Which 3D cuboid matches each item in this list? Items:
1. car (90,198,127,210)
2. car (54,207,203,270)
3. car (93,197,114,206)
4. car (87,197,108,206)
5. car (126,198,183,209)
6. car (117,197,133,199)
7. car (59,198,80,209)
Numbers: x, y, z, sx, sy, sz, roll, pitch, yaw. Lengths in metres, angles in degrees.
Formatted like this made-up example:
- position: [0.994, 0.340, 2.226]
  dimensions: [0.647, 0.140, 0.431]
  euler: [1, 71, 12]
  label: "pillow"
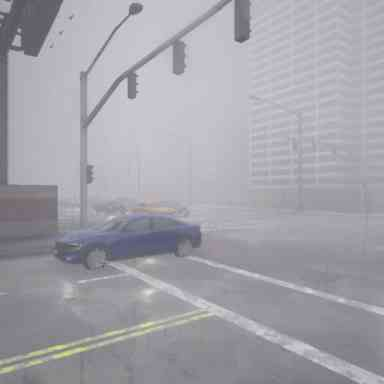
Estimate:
- position: [-8.488, 1.595, 34.177]
  dimensions: [1.895, 1.301, 4.718]
  euler: [0, 0, -35]
  label: "car"
- position: [-1.955, 1.475, 11.198]
  dimensions: [5.008, 1.535, 1.882]
  euler: [0, 0, -36]
  label: "car"
- position: [-14.860, 1.517, 55.689]
  dimensions: [1.812, 1.442, 4.674]
  euler: [0, 0, -35]
  label: "car"
- position: [-14.409, 1.483, 48.673]
  dimensions: [2.128, 1.511, 4.902]
  euler: [0, 0, -35]
  label: "car"
- position: [-3.105, 1.472, 26.550]
  dimensions: [1.882, 1.535, 5.008]
  euler: [0, 0, -35]
  label: "car"
- position: [-7.596, 1.345, 38.992]
  dimensions: [2.097, 1.767, 4.553]
  euler: [0, 0, -35]
  label: "car"
- position: [-17.089, 1.542, 46.394]
  dimensions: [2.033, 1.411, 5.357]
  euler: [0, 0, -35]
  label: "car"
